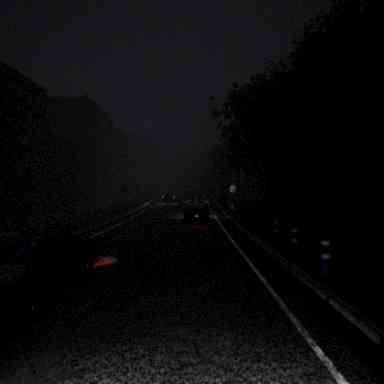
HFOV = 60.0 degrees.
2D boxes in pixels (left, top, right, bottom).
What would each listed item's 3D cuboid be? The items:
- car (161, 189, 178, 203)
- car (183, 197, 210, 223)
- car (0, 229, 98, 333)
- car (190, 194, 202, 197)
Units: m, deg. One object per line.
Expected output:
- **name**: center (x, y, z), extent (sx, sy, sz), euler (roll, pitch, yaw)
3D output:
- **car**: center (-3.117, 0.506, 46.856), extent (2.097, 1.767, 4.553), euler (0, 3, 1)
- **car**: center (0.346, 1.445, 25.371), extent (1.882, 1.535, 5.008), euler (0, 1, 1)
- **car**: center (-3.540, 1.543, 7.025), extent (2.033, 1.411, 5.357), euler (0, 0, 1)
- **car**: center (0.530, 0.909, 43.224), extent (2.033, 1.411, 5.357), euler (0, 3, 1)
